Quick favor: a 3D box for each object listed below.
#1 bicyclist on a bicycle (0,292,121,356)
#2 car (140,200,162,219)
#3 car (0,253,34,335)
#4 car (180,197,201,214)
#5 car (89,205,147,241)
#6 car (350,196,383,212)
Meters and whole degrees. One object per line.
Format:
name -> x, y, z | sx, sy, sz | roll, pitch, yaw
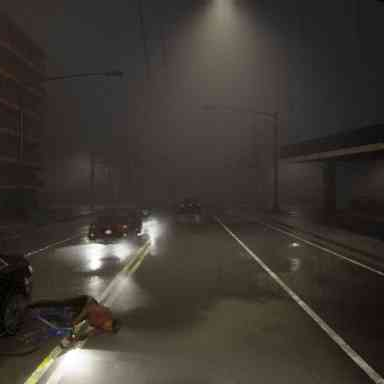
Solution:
bicyclist on a bicycle -> -1.913, 1.945, 5.080 | 1.620, 0.582, 1.656 | 3, 11, -7
car -> -3.729, 1.492, 29.387 | 2.128, 1.511, 4.902 | 0, 0, 0
car -> -3.631, 1.492, 3.794 | 2.128, 1.511, 4.902 | 0, 0, -1
car -> -0.132, 1.352, 35.091 | 2.097, 1.767, 4.553 | 0, 0, 0
car -> -3.663, 1.563, 16.543 | 1.994, 1.385, 4.181 | 0, 0, 0
car -> 20.051, 1.295, 36.677 | 4.611, 1.667, 2.242 | 0, 0, 1
